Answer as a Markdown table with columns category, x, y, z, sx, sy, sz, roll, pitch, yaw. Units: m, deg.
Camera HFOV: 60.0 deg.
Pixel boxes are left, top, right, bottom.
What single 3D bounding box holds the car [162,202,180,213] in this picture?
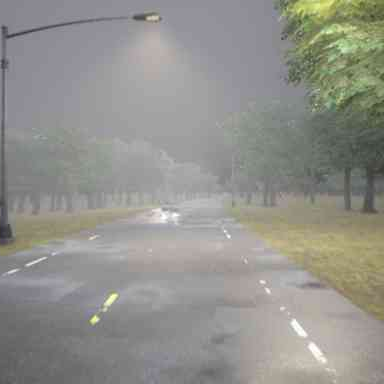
| category | x | y | z | sx | sy | sz | roll | pitch | yaw |
| --- | --- | --- | --- | --- | --- | --- | --- | --- | --- |
| car | -2.600 | 1.839 | 41.125 | 1.895 | 1.301 | 4.718 | 0 | 0 | 3 |
